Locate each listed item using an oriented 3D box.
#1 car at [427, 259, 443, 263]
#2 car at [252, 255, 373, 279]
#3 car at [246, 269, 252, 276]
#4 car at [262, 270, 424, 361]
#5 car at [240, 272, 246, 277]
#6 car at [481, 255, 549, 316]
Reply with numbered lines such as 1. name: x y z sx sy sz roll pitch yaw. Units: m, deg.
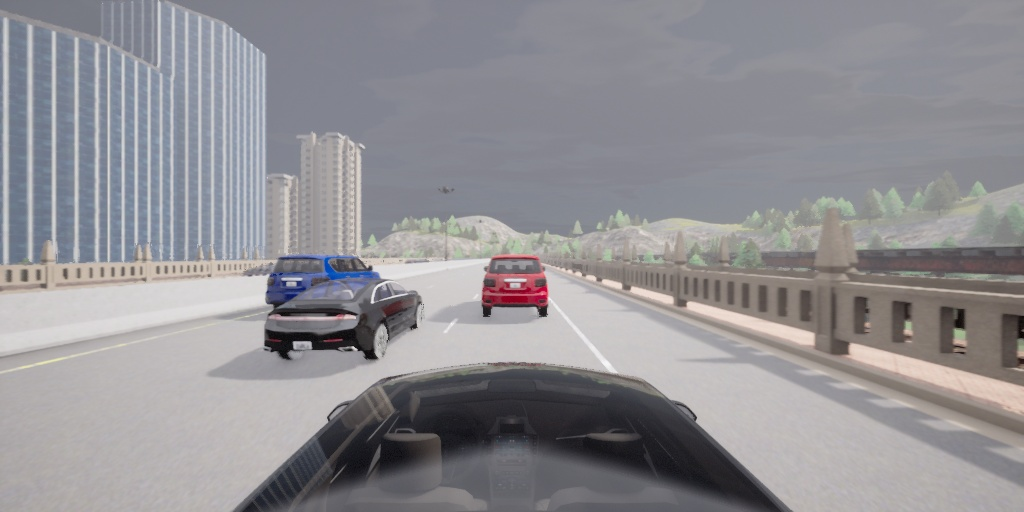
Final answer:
1. car: -13.277 1.276 64.064 1.812 1.442 4.674 0 0 2
2. car: -6.902 0.972 13.896 2.150 2.045 5.566 0 0 0
3. car: -14.097 1.242 23.055 2.128 1.511 4.902 0 0 0
4. car: -3.401 1.242 8.245 2.128 1.511 4.902 0 0 0
5. car: -17.590 1.314 26.138 1.994 1.385 4.181 0 0 0
6. car: 0.097 0.971 13.404 2.150 2.045 5.566 0 0 0
